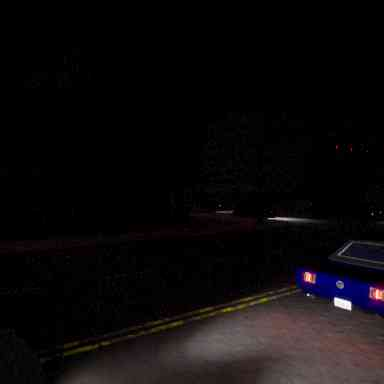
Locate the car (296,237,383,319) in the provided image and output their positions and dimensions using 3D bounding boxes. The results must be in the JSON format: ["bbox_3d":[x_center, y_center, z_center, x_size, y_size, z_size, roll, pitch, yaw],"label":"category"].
[{"bbox_3d":[4.368,1.601,6.885,4.718,1.301,1.895,0,0,-35],"label":"car"}]

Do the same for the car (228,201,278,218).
[{"bbox_3d":[5.704,1.563,30.270,1.994,1.385,4.181,0,0,-36],"label":"car"}]

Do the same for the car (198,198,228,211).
[{"bbox_3d":[2.615,1.505,40.574,1.837,1.490,4.892,0,0,-36],"label":"car"}]

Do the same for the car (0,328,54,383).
[{"bbox_3d":[-3.115,1.601,1.530,4.718,1.301,1.895,0,0,-35],"label":"car"}]

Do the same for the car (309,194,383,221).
[{"bbox_3d":[12.532,1.222,27.465,2.150,2.045,5.566,0,0,-42],"label":"car"}]
